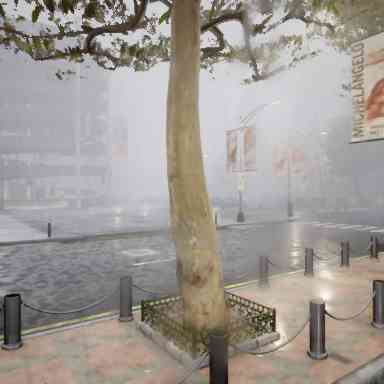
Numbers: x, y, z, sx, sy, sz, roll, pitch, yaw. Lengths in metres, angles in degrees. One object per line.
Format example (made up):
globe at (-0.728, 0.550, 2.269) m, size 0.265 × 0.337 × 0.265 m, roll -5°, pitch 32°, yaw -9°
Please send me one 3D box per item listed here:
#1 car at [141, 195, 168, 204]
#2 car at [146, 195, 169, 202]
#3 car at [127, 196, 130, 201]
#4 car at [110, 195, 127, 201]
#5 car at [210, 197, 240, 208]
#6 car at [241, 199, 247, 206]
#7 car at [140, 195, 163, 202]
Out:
car at (-7.597, 1.477, 64.156) m, size 5.008 × 1.535 × 1.882 m, roll 0°, pitch 0°, yaw 39°
car at (-7.966, 1.525, 77.300) m, size 4.902 × 1.511 × 2.128 m, roll 0°, pitch 0°, yaw 26°
car at (-17.563, 1.440, 81.108) m, size 4.892 × 1.490 × 1.837 m, roll 0°, pitch 0°, yaw 12°
car at (-18.523, 1.427, 77.742) m, size 5.008 × 1.535 × 1.882 m, roll 0°, pitch 0°, yaw 12°
car at (4.360, 1.547, 49.721) m, size 2.033 × 1.411 × 5.357 m, roll 0°, pitch 0°, yaw -35°
car at (6.600, 1.504, 52.558) m, size 1.837 × 1.490 × 4.892 m, roll 0°, pitch 0°, yaw -36°
car at (-8.987, 1.478, 73.888) m, size 5.008 × 1.535 × 1.882 m, roll 0°, pitch 0°, yaw 30°
